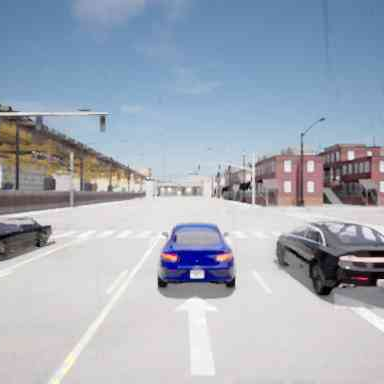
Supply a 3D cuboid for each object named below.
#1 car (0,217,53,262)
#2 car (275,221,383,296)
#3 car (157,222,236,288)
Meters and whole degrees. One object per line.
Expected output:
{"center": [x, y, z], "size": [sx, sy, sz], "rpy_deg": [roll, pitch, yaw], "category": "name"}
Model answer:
{"center": [-7.029, 1.630, 12.318], "size": [1.895, 1.301, 4.718], "rpy_deg": [0, 0, 0], "category": "car"}
{"center": [3.607, 1.512, 8.725], "size": [2.128, 1.511, 4.902], "rpy_deg": [0, 0, -1], "category": "car"}
{"center": [0.104, 1.547, 9.217], "size": [1.812, 1.442, 4.674], "rpy_deg": [0, 0, 0], "category": "car"}
